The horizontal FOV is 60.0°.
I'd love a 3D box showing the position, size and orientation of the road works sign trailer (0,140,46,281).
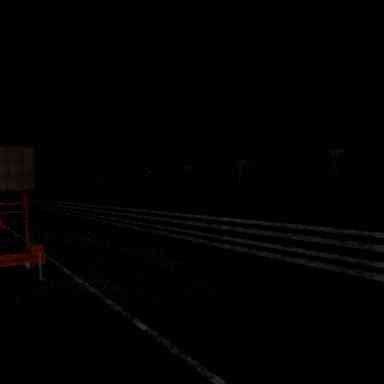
[{"bbox_3d":[-5.385,0.436,8.768,2.380,3.560,2.880,-2,1,-35],"label":"road works sign trailer"}]
